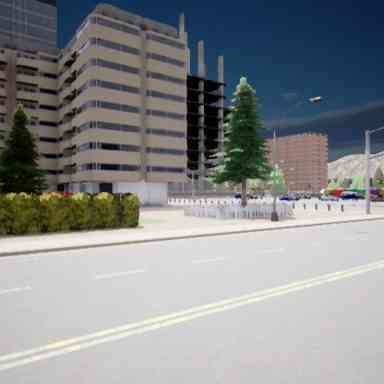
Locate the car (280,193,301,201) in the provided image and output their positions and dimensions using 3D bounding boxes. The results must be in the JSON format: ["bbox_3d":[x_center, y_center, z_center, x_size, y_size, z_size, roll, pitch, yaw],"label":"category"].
[{"bbox_3d":[26.279,1.355,88.910,1.970,1.475,3.806,0,0,-36],"label":"car"}]

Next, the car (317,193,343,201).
[{"bbox_3d":[30.342,1.356,73.262,1.970,1.475,3.806,0,0,-36],"label":"car"}]

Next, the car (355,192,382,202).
[{"bbox_3d":[44.053,1.116,83.138,1.932,1.855,4.605,0,0,-36],"label":"car"}]

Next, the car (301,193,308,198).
[{"bbox_3d":[28.638,1.324,90.588,1.784,1.438,3.905,0,0,-36],"label":"car"}]
